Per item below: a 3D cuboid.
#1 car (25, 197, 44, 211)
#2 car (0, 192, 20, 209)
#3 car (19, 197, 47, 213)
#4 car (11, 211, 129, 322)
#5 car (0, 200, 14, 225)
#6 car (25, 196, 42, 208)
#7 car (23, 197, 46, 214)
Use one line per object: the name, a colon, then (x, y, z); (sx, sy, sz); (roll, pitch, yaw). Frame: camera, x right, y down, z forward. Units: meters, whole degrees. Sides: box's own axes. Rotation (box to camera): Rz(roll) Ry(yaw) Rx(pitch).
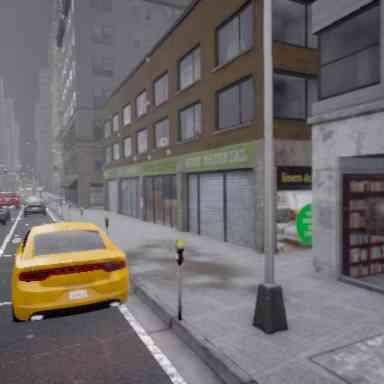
car: (-18.563, 1.304, 39.111); (1.887, 1.381, 4.507); (-2, 1, -26)
car: (-22.397, 1.033, 40.712); (2.150, 2.045, 5.566); (-2, 1, -26)
car: (-13.782, 1.380, 29.193); (1.947, 1.339, 4.313); (-2, 1, -26)
car: (-2.828, 1.409, 7.350); (1.882, 1.535, 5.008); (-2, 1, -26)
car: (-13.434, 1.474, 22.365); (1.994, 1.385, 4.181); (-2, 1, -26)
car: (-20.953, 1.277, 44.070); (1.887, 1.381, 4.507); (-2, 1, -26)
car: (-16.173, 1.331, 34.151); (1.887, 1.381, 4.507); (-2, 1, -26)
